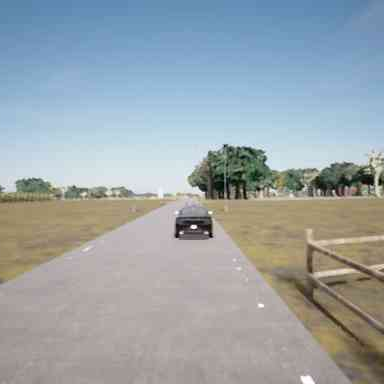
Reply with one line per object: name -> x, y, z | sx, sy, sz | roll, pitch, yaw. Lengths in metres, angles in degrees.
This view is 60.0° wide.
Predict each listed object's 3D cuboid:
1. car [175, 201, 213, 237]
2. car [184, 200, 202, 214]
car -> 0.090, 1.481, 17.956 | 1.882, 1.535, 5.008 | 0, 0, 0
car -> 0.081, 1.641, 37.310 | 1.895, 1.301, 4.718 | 0, 0, 0
